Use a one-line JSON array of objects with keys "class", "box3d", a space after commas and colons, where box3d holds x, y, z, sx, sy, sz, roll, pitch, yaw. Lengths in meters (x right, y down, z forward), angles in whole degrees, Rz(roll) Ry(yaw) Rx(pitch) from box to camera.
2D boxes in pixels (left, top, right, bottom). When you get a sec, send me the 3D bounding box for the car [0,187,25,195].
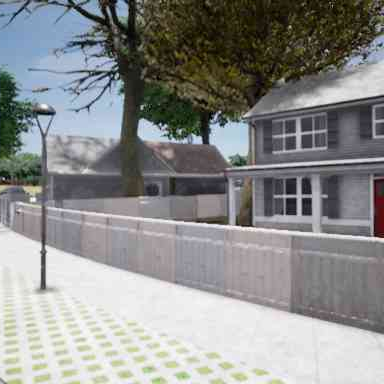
[{"class": "car", "box3d": [-31.253, 0.081, 57.788, 2.150, 2.045, 5.566, -1, 1, 1]}]
